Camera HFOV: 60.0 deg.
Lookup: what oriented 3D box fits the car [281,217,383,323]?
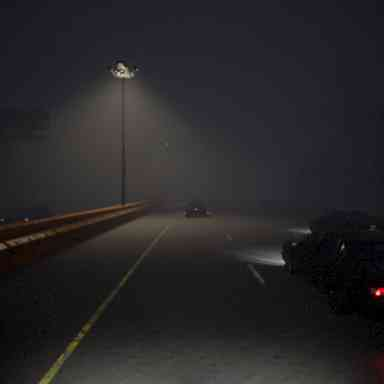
[{"bbox_3d":[3.543,1.545,7.472,2.033,1.411,5.357,0,0,0],"label":"car"}]

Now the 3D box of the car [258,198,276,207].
[{"bbox_3d":[11.170,1.605,49.699,1.895,1.301,4.718,0,0,1],"label":"car"}]

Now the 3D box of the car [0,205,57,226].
[{"bbox_3d":[-10.338,1.585,21.417,1.812,1.442,4.674,0,0,1],"label":"car"}]

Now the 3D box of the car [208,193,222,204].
[{"bbox_3d":[4.332,1.248,62.462,2.150,2.045,5.566,0,0,1],"label":"car"}]

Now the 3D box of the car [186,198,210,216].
[{"bbox_3d":[0.418,1.581,32.738,1.994,1.385,4.181,0,0,1],"label":"car"}]

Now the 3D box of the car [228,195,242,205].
[{"bbox_3d":[7.808,1.368,60.618,2.097,1.767,4.553,0,0,1],"label":"car"}]

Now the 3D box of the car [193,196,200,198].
[{"bbox_3d":[0.827,1.538,61.991,1.837,1.490,4.892,0,0,1],"label":"car"}]

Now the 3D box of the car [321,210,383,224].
[{"bbox_3d":[7.092,1.542,15.382,2.033,1.411,5.357,0,0,2],"label":"car"}]
